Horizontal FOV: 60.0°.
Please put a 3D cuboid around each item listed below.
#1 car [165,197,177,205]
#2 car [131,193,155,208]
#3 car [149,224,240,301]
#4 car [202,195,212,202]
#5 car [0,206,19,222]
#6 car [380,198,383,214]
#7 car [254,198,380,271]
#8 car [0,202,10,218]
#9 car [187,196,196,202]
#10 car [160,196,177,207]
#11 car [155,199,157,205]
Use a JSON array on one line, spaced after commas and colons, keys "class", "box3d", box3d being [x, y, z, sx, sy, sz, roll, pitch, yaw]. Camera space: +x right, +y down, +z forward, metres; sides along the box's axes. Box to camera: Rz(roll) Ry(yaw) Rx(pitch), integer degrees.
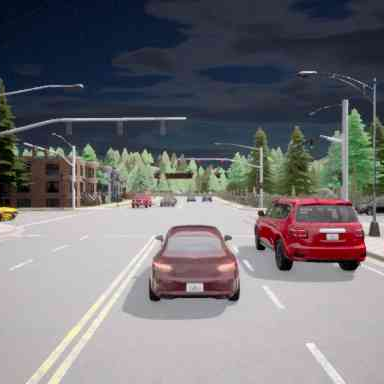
[{"class": "car", "box3d": [-3.700, 1.561, 59.792, 1.994, 1.385, 4.181, 0, 0, 0]}, {"class": "car", "box3d": [-7.169, 1.219, 47.908, 2.150, 2.045, 5.566, 0, 0, 2]}, {"class": "car", "box3d": [0.046, 1.525, 8.185, 1.812, 1.442, 4.674, 0, 0, 0]}, {"class": "car", "box3d": [3.356, 1.351, 74.348, 2.097, 1.767, 4.553, 0, 0, 0]}, {"class": "car", "box3d": [-15.991, 1.476, 25.553, 5.008, 1.535, 1.882, 0, 0, 1]}, {"class": "car", "box3d": [18.261, 1.350, 32.456, 4.553, 1.767, 2.097, 0, 0, 0]}, {"class": "car", "box3d": [3.553, 1.221, 11.066, 2.150, 2.045, 5.566, 0, 0, 0]}, {"class": "car", "box3d": [-18.542, 1.562, 29.069, 4.181, 1.385, 1.994, 0, 0, -1]}, {"class": "car", "box3d": [-0.152, 1.549, 74.575, 1.994, 1.385, 4.181, 0, 0, 0]}, {"class": "car", "box3d": [-3.702, 1.349, 51.184, 2.097, 1.767, 4.553, 0, 0, 0]}, {"class": "car", "box3d": [-7.205, 1.522, 57.307, 1.812, 1.442, 4.674, 0, 0, 0]}]
